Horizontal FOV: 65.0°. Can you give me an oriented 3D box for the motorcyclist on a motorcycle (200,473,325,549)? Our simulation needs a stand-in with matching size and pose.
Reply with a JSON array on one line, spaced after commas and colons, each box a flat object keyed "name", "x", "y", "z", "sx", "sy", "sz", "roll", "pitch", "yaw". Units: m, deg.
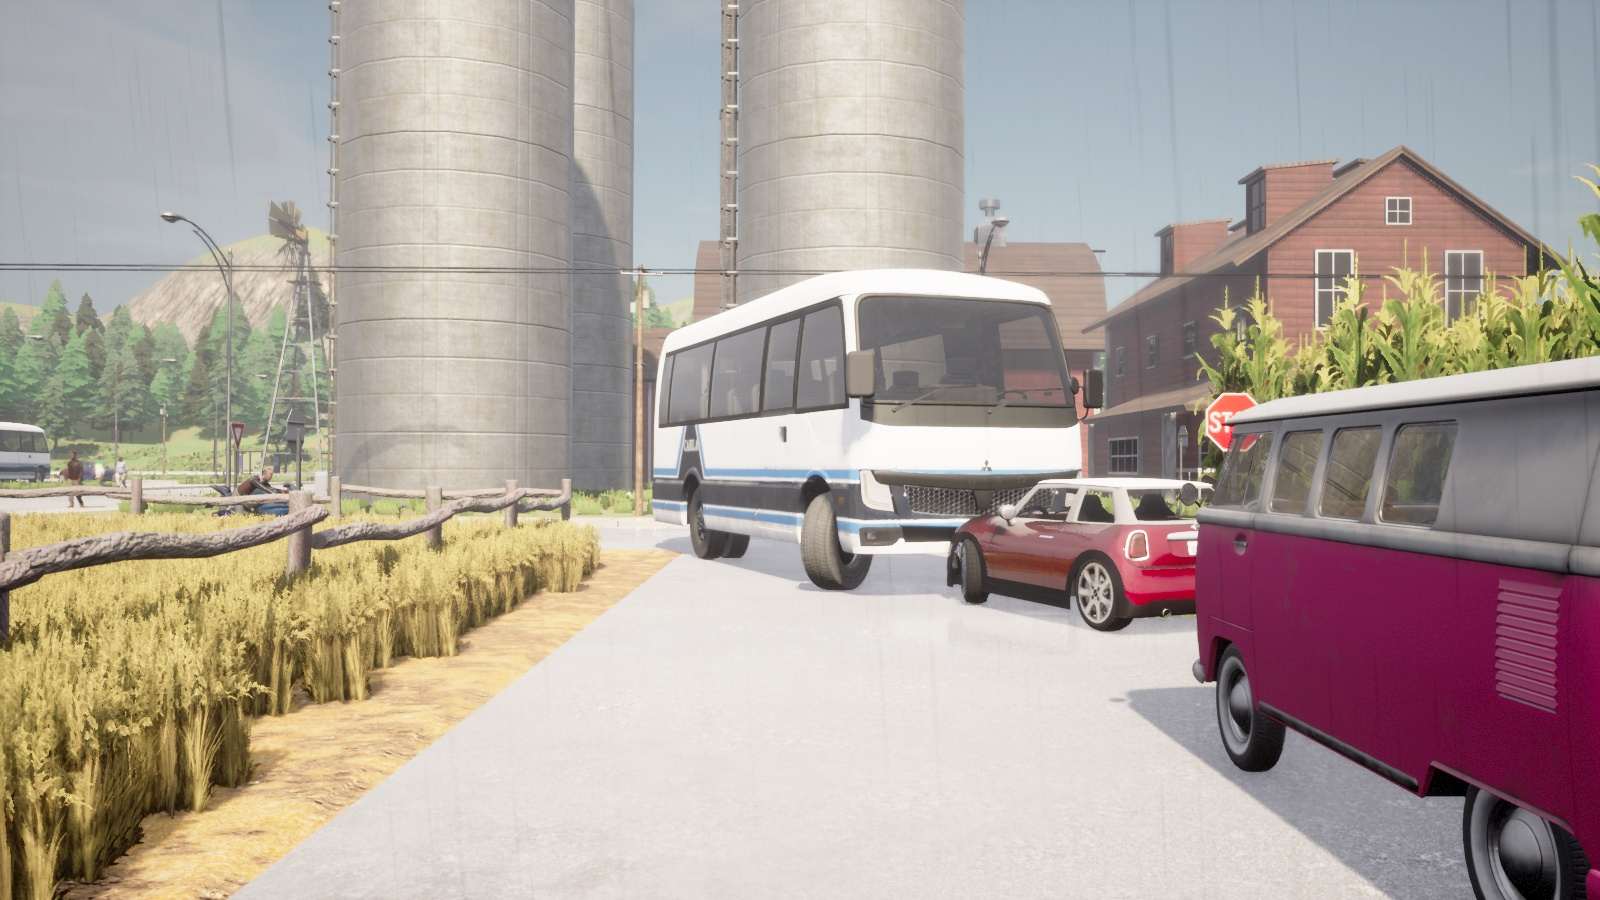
[{"name": "motorcyclist on a motorcycle", "x": -11.014, "y": 1.241, "z": 25.760, "sx": 2.191, "sy": 1.530, "sz": 0.866, "roll": 0, "pitch": -1, "yaw": 0}]

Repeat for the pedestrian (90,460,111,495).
[{"name": "pedestrian", "x": -39.252, "y": 1.539, "z": 70.461, "sx": 0.659, "sy": 1.952, "sz": 0.873, "roll": 0, "pitch": -1, "yaw": 5}]

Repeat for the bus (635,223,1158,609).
[{"name": "bus", "x": 0.627, "y": -0.303, "z": 19.329, "sx": 3.944, "sy": 4.253, "sz": 10.273, "roll": 0, "pitch": -1, "yaw": -21}]

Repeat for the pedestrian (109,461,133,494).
[{"name": "pedestrian", "x": -38.276, "y": 1.539, "z": 70.789, "sx": 0.874, "sy": 1.855, "sz": 0.900, "roll": 0, "pitch": -1, "yaw": -1}]

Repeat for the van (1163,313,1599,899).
[{"name": "van", "x": 3.087, "y": 0.639, "z": 5.334, "sx": 1.775, "sy": 1.987, "sz": 4.442, "roll": 0, "pitch": -1, "yaw": 0}]

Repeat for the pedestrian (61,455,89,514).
[{"name": "pedestrian", "x": -22.781, "y": 1.081, "z": 39.464, "sx": 0.431, "sy": 1.840, "sz": 0.703, "roll": 0, "pitch": -1, "yaw": 3}]

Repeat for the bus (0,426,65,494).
[{"name": "bus", "x": -52.648, "y": 0.700, "z": 81.547, "sx": 3.944, "sy": 4.253, "sz": 10.273, "roll": 0, "pitch": -2, "yaw": -1}]

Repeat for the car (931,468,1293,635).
[{"name": "car", "x": 3.189, "y": 0.965, "z": 13.663, "sx": 1.970, "sy": 1.475, "sz": 3.806, "roll": 0, "pitch": 0, "yaw": -21}]
